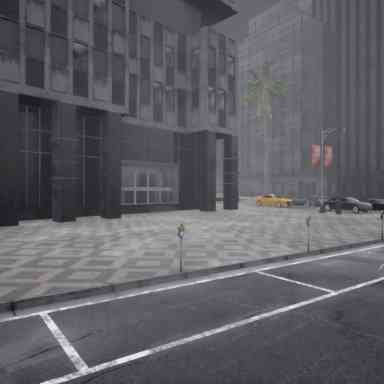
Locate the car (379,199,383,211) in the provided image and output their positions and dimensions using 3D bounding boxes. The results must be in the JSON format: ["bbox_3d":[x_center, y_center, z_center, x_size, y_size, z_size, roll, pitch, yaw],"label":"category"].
[{"bbox_3d":[18.631,1.338,33.219,1.895,1.301,4.718,0,1,-36],"label":"car"}]

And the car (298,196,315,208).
[{"bbox_3d":[13.539,1.147,40.379,1.994,1.385,4.181,0,1,-35],"label":"car"}]

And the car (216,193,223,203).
[{"bbox_3d":[2.833,0.938,49.859,1.895,1.301,4.718,0,1,-35],"label":"car"}]

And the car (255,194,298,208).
[{"bbox_3d":[9.778,1.020,40.060,1.882,1.535,5.008,0,1,-35],"label":"car"}]

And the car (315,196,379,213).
[{"bbox_3d":[15.073,1.208,32.602,1.837,1.490,4.892,0,1,-35],"label":"car"}]

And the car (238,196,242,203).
[{"bbox_3d":[5.621,0.826,51.542,1.882,1.535,5.008,0,1,-35],"label":"car"}]
